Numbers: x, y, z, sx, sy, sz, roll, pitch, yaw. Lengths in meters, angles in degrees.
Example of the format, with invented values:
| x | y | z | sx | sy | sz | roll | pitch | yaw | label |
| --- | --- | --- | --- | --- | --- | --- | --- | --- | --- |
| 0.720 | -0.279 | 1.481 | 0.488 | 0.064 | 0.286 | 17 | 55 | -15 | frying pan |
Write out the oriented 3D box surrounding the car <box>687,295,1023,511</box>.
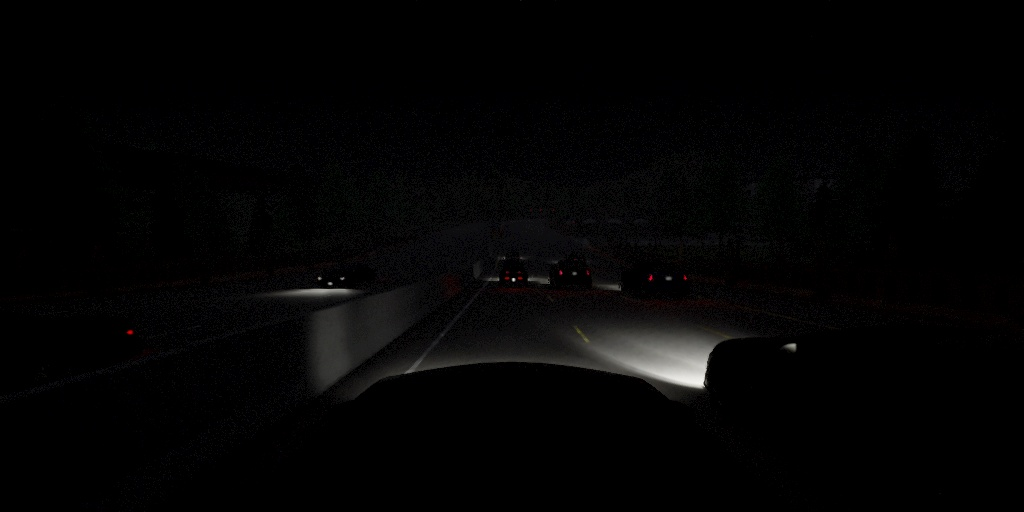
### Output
| x | y | z | sx | sy | sz | roll | pitch | yaw | label |
| --- | --- | --- | --- | --- | --- | --- | --- | --- | --- |
| 3.600 | 1.308 | 3.185 | 1.994 | 1.385 | 4.181 | 0 | 0 | 0 | car |

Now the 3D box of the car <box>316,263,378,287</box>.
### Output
| x | y | z | sx | sy | sz | roll | pitch | yaw | label |
| --- | --- | --- | --- | --- | --- | --- | --- | --- | --- |
| -10.573 | 1.192 | 23.514 | 2.033 | 1.411 | 5.357 | 0 | 1 | 0 | car |

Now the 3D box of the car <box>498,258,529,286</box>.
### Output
| x | y | z | sx | sy | sz | roll | pitch | yaw | label |
| --- | --- | --- | --- | --- | --- | --- | --- | --- | --- |
| 0.099 | 1.138 | 24.315 | 1.837 | 1.490 | 4.892 | 0 | 1 | 0 | car |

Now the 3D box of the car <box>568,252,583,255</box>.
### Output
| x | y | z | sx | sy | sz | roll | pitch | yaw | label |
| --- | --- | --- | --- | --- | --- | --- | --- | --- | --- |
| 7.087 | 0.333 | 40.156 | 1.837 | 1.490 | 4.892 | 0 | 5 | 0 | car |

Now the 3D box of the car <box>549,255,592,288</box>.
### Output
| x | y | z | sx | sy | sz | roll | pitch | yaw | label |
| --- | --- | --- | --- | --- | --- | --- | --- | --- | --- |
| 3.599 | 1.007 | 22.749 | 2.097 | 1.767 | 4.553 | 0 | 1 | 0 | car |

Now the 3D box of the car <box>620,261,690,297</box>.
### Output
| x | y | z | sx | sy | sz | roll | pitch | yaw | label |
| --- | --- | --- | --- | --- | --- | --- | --- | --- | --- |
| 7.099 | 1.034 | 18.363 | 2.097 | 1.767 | 4.553 | 0 | 0 | 0 | car |

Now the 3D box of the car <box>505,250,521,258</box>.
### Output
| x | y | z | sx | sy | sz | roll | pitch | yaw | label |
| --- | --- | --- | --- | --- | --- | --- | --- | --- | --- |
| 0.073 | -0.010 | 44.271 | 2.033 | 1.411 | 5.357 | 0 | 6 | 0 | car |

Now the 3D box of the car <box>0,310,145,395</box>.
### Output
| x | y | z | sx | sy | sz | roll | pitch | yaw | label |
| --- | --- | --- | --- | --- | --- | --- | --- | --- | --- |
| -7.091 | 1.290 | 3.554 | 2.033 | 1.411 | 5.357 | 0 | 0 | 0 | car |
